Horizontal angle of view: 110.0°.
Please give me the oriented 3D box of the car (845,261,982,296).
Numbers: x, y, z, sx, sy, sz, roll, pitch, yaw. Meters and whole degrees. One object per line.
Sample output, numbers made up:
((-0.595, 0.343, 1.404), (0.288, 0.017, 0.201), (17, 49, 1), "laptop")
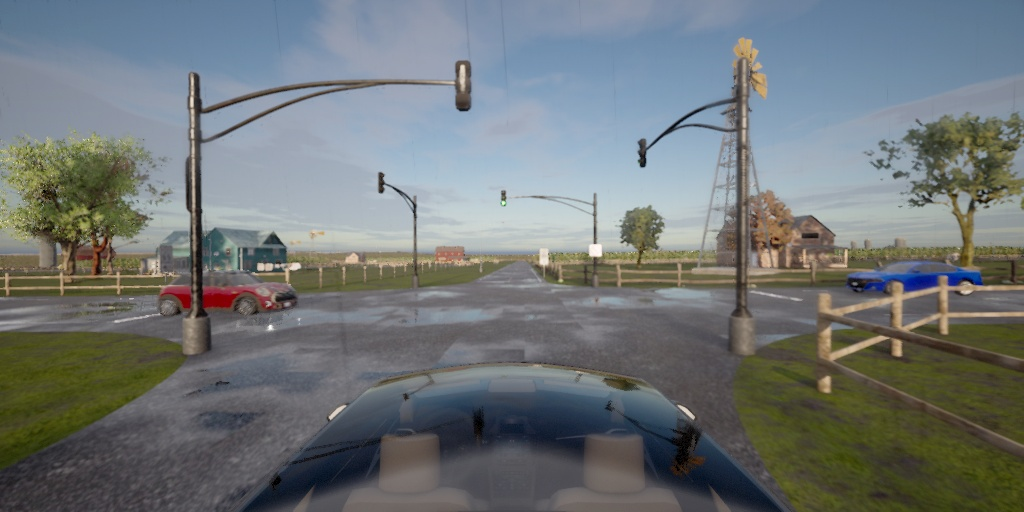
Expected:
((18.733, 1.015, 16.889), (5.008, 1.535, 1.882), (-1, 1, 2), "car")

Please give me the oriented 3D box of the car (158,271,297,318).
((-11.198, 1.377, 14.344), (4.553, 1.767, 2.097), (-1, 1, 2), "car")
